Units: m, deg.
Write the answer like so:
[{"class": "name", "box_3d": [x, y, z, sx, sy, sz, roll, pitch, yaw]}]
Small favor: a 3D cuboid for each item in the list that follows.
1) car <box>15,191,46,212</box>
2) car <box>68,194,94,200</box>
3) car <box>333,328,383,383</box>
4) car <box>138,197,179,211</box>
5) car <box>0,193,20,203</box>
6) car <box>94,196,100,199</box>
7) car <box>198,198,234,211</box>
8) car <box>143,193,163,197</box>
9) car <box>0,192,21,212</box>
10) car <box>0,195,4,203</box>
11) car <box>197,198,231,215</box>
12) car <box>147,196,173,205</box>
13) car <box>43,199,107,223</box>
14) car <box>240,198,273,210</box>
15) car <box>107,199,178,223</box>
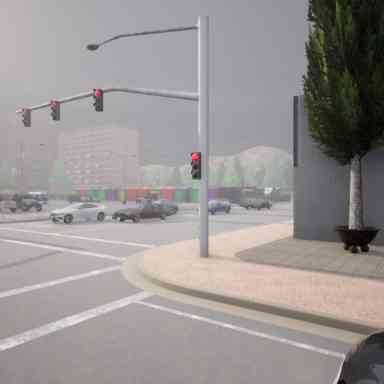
[{"class": "car", "box_3d": [-18.250, 1.156, 36.495, 3.866, 1.878, 1.905, 0, 0, 35]}, {"class": "car", "box_3d": [-21.292, 1.153, 62.635, 4.605, 1.855, 1.932, 0, 0, 35]}, {"class": "car", "box_3d": [3.319, 1.492, 1.599, 4.902, 1.511, 2.128, 0, 0, 36]}, {"class": "car", "box_3d": [-3.205, 1.526, 32.917, 1.812, 1.442, 4.674, 0, 0, 37]}, {"class": "car", "box_3d": [-36.798, 1.153, 66.784, 4.605, 1.855, 1.932, 0, 0, 35]}, {"class": "car", "box_3d": [-19.569, 1.364, 64.964, 3.905, 1.438, 1.784, 0, 0, 35]}, {"class": "car", "box_3d": [2.997, 1.492, 41.252, 2.128, 1.511, 4.902, 0, 0, 37]}, {"class": "car", "box_3d": [-6.965, 1.156, 52.549, 3.866, 1.878, 1.905, 0, 0, 35]}, {"class": "car", "box_3d": [-19.964, 1.153, 34.162, 4.605, 1.855, 1.932, 0, 0, 35]}, {"class": "car", "box_3d": [-38.304, 1.364, 64.563, 3.905, 1.438, 1.784, 0, 0, 35]}, {"class": "car", "box_3d": [2.391, 1.526, 34.575, 1.812, 1.442, 4.674, 0, 0, 37]}, {"class": "car", "box_3d": [-5.287, 1.395, 54.909, 3.806, 1.475, 1.970, 0, 0, 35]}, {"class": "car", "box_3d": [-8.589, 1.526, 25.573, 1.812, 1.442, 4.674, 0, 0, 38]}, {"class": "car", "box_3d": [8.684, 1.547, 43.017, 2.033, 1.411, 5.357, 0, 0, 37]}, {"class": "car", "box_3d": [-3.750, 1.547, 26.310, 2.033, 1.411, 5.357, 0, 0, 36]}]
